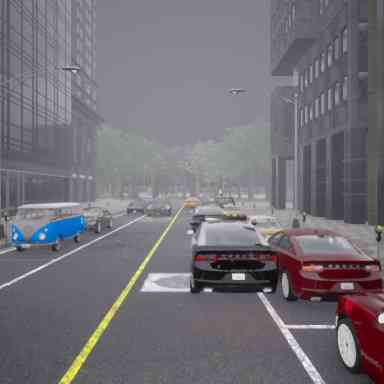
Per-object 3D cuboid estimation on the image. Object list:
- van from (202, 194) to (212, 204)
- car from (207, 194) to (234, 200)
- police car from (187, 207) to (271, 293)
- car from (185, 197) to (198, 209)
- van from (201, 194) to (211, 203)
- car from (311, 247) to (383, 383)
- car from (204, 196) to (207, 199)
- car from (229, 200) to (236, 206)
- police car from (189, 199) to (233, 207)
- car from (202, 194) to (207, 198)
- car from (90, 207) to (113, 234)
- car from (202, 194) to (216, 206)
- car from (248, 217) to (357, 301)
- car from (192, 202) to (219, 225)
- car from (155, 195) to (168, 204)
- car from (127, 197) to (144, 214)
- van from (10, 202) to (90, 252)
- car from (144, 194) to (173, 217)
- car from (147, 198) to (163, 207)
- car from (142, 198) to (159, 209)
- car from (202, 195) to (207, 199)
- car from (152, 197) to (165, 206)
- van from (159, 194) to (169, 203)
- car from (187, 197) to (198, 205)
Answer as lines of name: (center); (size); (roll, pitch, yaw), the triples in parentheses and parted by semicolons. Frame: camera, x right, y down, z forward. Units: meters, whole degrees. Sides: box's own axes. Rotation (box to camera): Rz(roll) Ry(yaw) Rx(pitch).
van: (2.835, 1.360, 62.541); (1.690, 1.788, 3.998); (0, 0, 0)
car: (2.796, 1.318, 29.915); (2.192, 1.841, 5.009); (0, 0, 0)
police car: (0.898, 1.425, 8.981); (1.930, 1.638, 5.238); (0, 0, 0)
car: (0.066, 1.487, 46.737); (1.882, 1.535, 5.008); (0, 0, 1)
van: (2.841, 1.363, 67.978); (1.690, 1.788, 3.998); (0, 0, 0)
car: (2.763, 1.545, 2.728); (1.887, 1.381, 4.507); (0, 0, 0)
car: (2.809, 1.532, 40.960); (1.752, 1.417, 4.829); (0, 0, 0)
car: (2.790, 1.527, 24.648); (1.752, 1.417, 4.829); (0, 0, 0)
police car: (0.921, 1.426, 18.982); (1.930, 1.638, 5.238); (0, 0, 0)
car: (2.822, 1.452, 51.665); (1.967, 1.590, 4.097); (0, 0, 0)
car: (-5.742, 1.552, 19.051); (2.008, 1.369, 4.403); (0, 0, 0)
car: (2.828, 1.330, 57.103); (2.192, 1.841, 5.009); (0, 0, 0)
car: (2.770, 1.545, 8.165); (1.887, 1.381, 4.507); (0, 0, 0)
car: (0.929, 1.528, 24.871); (1.812, 1.442, 4.674); (0, 0, 0)
car: (-5.690, 1.459, 62.551); (1.967, 1.590, 4.097); (0, 0, 0)
car: (-5.723, 1.571, 35.363); (1.947, 1.339, 4.313); (0, 0, 0)
van: (-5.749, 1.342, 13.613); (1.690, 1.788, 3.998); (0, 0, 0)
car: (-2.964, 1.355, 31.453); (2.097, 1.767, 4.553); (0, 0, 0)
car: (-5.703, 1.578, 51.676); (1.947, 1.339, 4.313); (0, 0, 0)
car: (-5.710, 1.534, 46.069); (1.752, 1.417, 4.829); (0, 0, 0)
car: (2.815, 1.554, 46.228); (1.887, 1.381, 4.507); (0, 0, 0)
car: (-5.697, 1.540, 56.944); (1.752, 1.417, 4.829); (0, 0, 0)
van: (-5.684, 1.363, 67.989); (1.690, 1.788, 3.998); (0, 0, 0)
car: (0.071, 1.581, 60.656); (1.994, 1.385, 4.181); (0, 0, 0)
